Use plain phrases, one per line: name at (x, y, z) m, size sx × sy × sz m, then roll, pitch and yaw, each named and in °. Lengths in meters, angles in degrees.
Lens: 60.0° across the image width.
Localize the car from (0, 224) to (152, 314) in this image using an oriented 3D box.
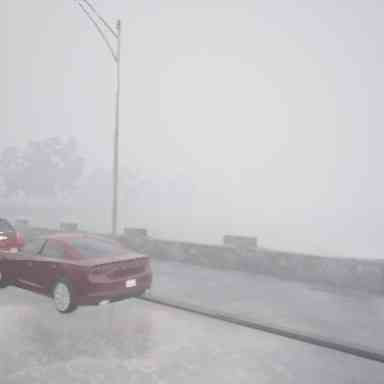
car at (-3.225, 1.772, 8.407) m, size 5.008 × 1.535 × 1.882 m, roll -1°, pitch -3°, yaw 38°

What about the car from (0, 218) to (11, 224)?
car at (-7.990, 1.673, 12.007) m, size 4.553 × 1.767 × 2.097 m, roll -1°, pitch 1°, yaw 38°
